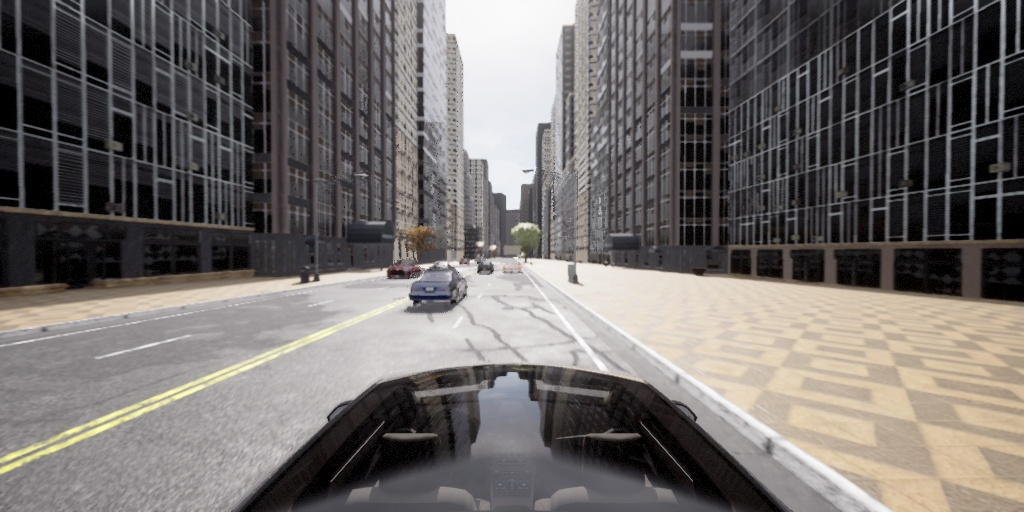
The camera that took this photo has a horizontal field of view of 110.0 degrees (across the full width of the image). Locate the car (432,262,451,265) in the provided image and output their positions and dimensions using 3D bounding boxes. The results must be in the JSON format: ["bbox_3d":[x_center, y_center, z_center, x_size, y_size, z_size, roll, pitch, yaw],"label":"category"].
[{"bbox_3d":[-6.579,1.277,33.272,2.128,1.511,4.902,0,0,0],"label":"car"}]

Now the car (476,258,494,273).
[{"bbox_3d":[-3.141,1.321,43.570,1.812,1.442,4.674,0,0,0],"label":"car"}]

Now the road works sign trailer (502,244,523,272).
[{"bbox_3d":[0.027,0.262,46.027,2.380,3.560,2.880,0,0,1],"label":"road works sign trailer"}]

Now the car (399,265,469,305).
[{"bbox_3d":[-3.147,1.313,16.219,2.033,1.411,5.357,0,0,0],"label":"car"}]

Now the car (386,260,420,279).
[{"bbox_3d":[-9.829,1.135,32.883,2.097,1.767,4.553,0,0,0],"label":"car"}]
